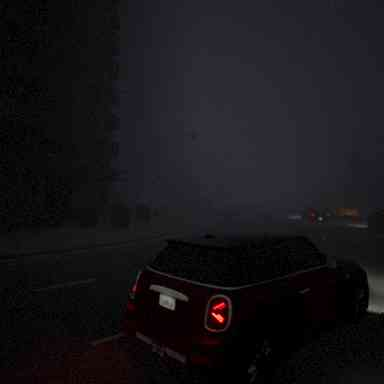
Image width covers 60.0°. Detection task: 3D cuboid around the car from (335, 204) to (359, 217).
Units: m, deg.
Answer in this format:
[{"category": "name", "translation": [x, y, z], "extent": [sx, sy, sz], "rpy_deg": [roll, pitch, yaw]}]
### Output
[{"category": "car", "translation": [15.738, 1.930, 34.038], "extent": [1.882, 1.535, 5.008], "rpy_deg": [0, -1, 18]}]

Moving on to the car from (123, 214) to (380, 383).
[{"category": "car", "translation": [1.223, 1.413, 5.601], "extent": [4.553, 1.767, 2.097], "rpy_deg": [1, -1, -44]}]

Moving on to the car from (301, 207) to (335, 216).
[{"category": "car", "translation": [11.118, 1.975, 30.097], "extent": [1.895, 1.301, 4.718], "rpy_deg": [0, -1, 8]}]

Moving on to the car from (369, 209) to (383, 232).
[{"category": "car", "translation": [13.250, 1.844, 22.215], "extent": [1.812, 1.442, 4.674], "rpy_deg": [0, 0, 12]}]
